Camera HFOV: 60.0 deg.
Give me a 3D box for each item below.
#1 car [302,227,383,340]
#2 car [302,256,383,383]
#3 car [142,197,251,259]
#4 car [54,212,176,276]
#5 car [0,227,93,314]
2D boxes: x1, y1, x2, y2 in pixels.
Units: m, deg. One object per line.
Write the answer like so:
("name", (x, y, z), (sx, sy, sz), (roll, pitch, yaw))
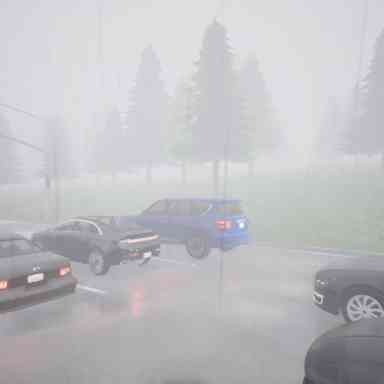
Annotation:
("car", (4.444, 1.505, 5.120), (4.892, 1.490, 1.837), (0, 0, 35))
("car", (3.154, 1.478, 1.740), (5.008, 1.535, 1.882), (0, 0, 35))
("car", (-0.500, 1.220, 12.815), (5.566, 2.045, 2.150), (0, 0, 35))
("car", (-3.172, 1.490, 10.431), (4.902, 1.511, 2.128), (0, 0, 36))
("car", (-4.771, 1.546, 7.266), (5.357, 1.411, 2.033), (0, 0, 36))
